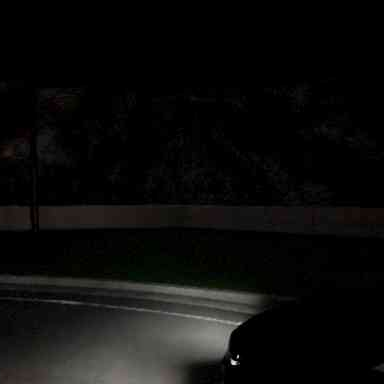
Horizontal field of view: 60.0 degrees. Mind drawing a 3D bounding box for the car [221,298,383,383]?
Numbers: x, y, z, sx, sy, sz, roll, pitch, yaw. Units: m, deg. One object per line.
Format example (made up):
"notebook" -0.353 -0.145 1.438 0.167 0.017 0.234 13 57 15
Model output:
"car" 2.491 1.422 2.199 4.892 1.490 1.837 0 0 38
